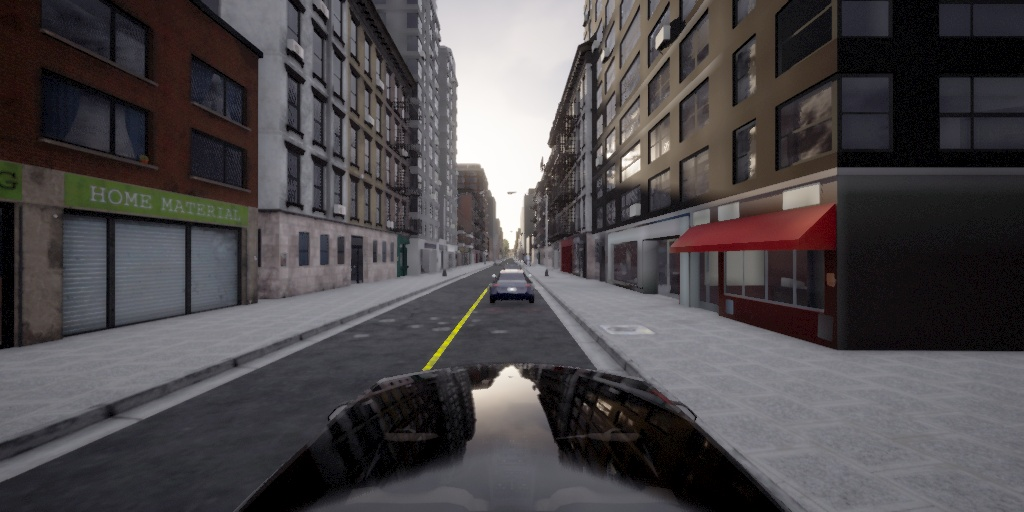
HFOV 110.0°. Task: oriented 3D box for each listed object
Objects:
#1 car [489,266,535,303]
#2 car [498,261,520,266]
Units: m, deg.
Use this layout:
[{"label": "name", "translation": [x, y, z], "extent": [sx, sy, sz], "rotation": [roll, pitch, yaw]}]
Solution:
[{"label": "car", "translation": [0.000, 1.324, 16.500], "extent": [1.994, 1.385, 4.181], "rotation": [0, 0, 0]}, {"label": "car", "translation": [0.000, 1.381, 31.530], "extent": [1.895, 1.301, 4.718], "rotation": [0, 0, 0]}]
